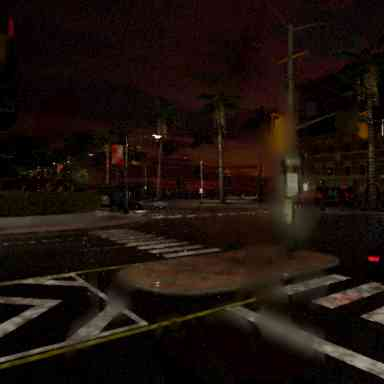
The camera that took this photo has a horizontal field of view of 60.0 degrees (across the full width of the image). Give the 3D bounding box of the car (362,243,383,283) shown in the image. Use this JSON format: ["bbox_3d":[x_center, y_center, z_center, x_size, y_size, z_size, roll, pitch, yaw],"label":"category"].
[{"bbox_3d":[6.358,1.560,8.513,5.357,1.411,2.033,0,0,-39],"label":"car"}]

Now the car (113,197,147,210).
[{"bbox_3d":[-7.777,1.584,41.445,1.994,1.385,4.181,0,0,-35],"label":"car"}]

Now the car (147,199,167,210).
[{"bbox_3d":[-5.145,1.625,43.789,1.895,1.301,4.718,0,0,-35],"label":"car"}]
